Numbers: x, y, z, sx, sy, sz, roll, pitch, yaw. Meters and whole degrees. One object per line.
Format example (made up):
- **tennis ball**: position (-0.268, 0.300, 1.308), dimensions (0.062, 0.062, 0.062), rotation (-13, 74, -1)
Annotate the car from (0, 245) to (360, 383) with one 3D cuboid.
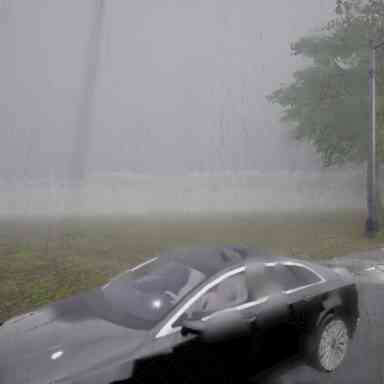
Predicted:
- **car**: position (0.101, 1.491, 4.055), dimensions (4.902, 1.511, 2.128), rotation (0, 0, -35)
